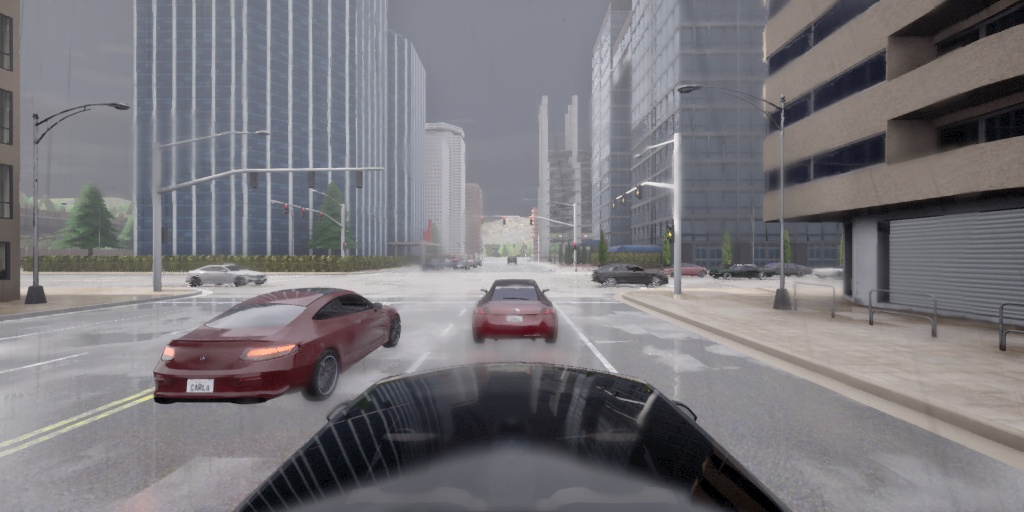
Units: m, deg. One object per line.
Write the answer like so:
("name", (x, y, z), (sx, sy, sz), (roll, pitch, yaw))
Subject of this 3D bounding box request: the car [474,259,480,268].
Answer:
("car", (-7.057, 1.275, 60.841), (1.812, 1.442, 4.674), (0, 0, 1))

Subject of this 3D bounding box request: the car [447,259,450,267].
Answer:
("car", (-10.568, 1.276, 58.177), (1.812, 1.442, 4.674), (0, 0, 1))

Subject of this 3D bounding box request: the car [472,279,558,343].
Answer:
("car", (0.079, 1.314, 9.669), (1.994, 1.385, 4.181), (0, 0, 0))

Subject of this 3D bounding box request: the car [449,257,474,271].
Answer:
("car", (-7.071, 1.241, 50.886), (2.128, 1.511, 4.902), (0, 0, 0))

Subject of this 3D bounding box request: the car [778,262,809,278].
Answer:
("car", (25.383, 1.297, 33.949), (5.357, 1.411, 2.033), (0, 0, 1))

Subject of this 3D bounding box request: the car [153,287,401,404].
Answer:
("car", (-3.441, 1.276, 6.280), (1.812, 1.442, 4.674), (0, 0, 0))

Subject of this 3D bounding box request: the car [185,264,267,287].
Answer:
("car", (-18.845, 1.275, 23.717), (4.674, 1.442, 1.812), (0, 0, 1))

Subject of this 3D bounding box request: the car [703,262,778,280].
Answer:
("car", (19.371, 1.351, 30.511), (4.718, 1.301, 1.895), (0, 0, 1))

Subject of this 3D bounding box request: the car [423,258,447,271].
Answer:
("car", (-10.575, 1.102, 48.361), (2.097, 1.767, 4.553), (0, 0, 0))

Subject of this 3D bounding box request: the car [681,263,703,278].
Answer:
("car", (16.148, 1.314, 34.047), (4.181, 1.385, 1.994), (0, 0, 1))

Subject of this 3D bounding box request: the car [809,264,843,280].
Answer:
("car", (28.540, 1.351, 30.414), (4.718, 1.301, 1.895), (0, 0, 1))

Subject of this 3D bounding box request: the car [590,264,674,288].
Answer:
("car", (7.635, 1.255, 23.431), (4.892, 1.490, 1.837), (0, 0, 1))
